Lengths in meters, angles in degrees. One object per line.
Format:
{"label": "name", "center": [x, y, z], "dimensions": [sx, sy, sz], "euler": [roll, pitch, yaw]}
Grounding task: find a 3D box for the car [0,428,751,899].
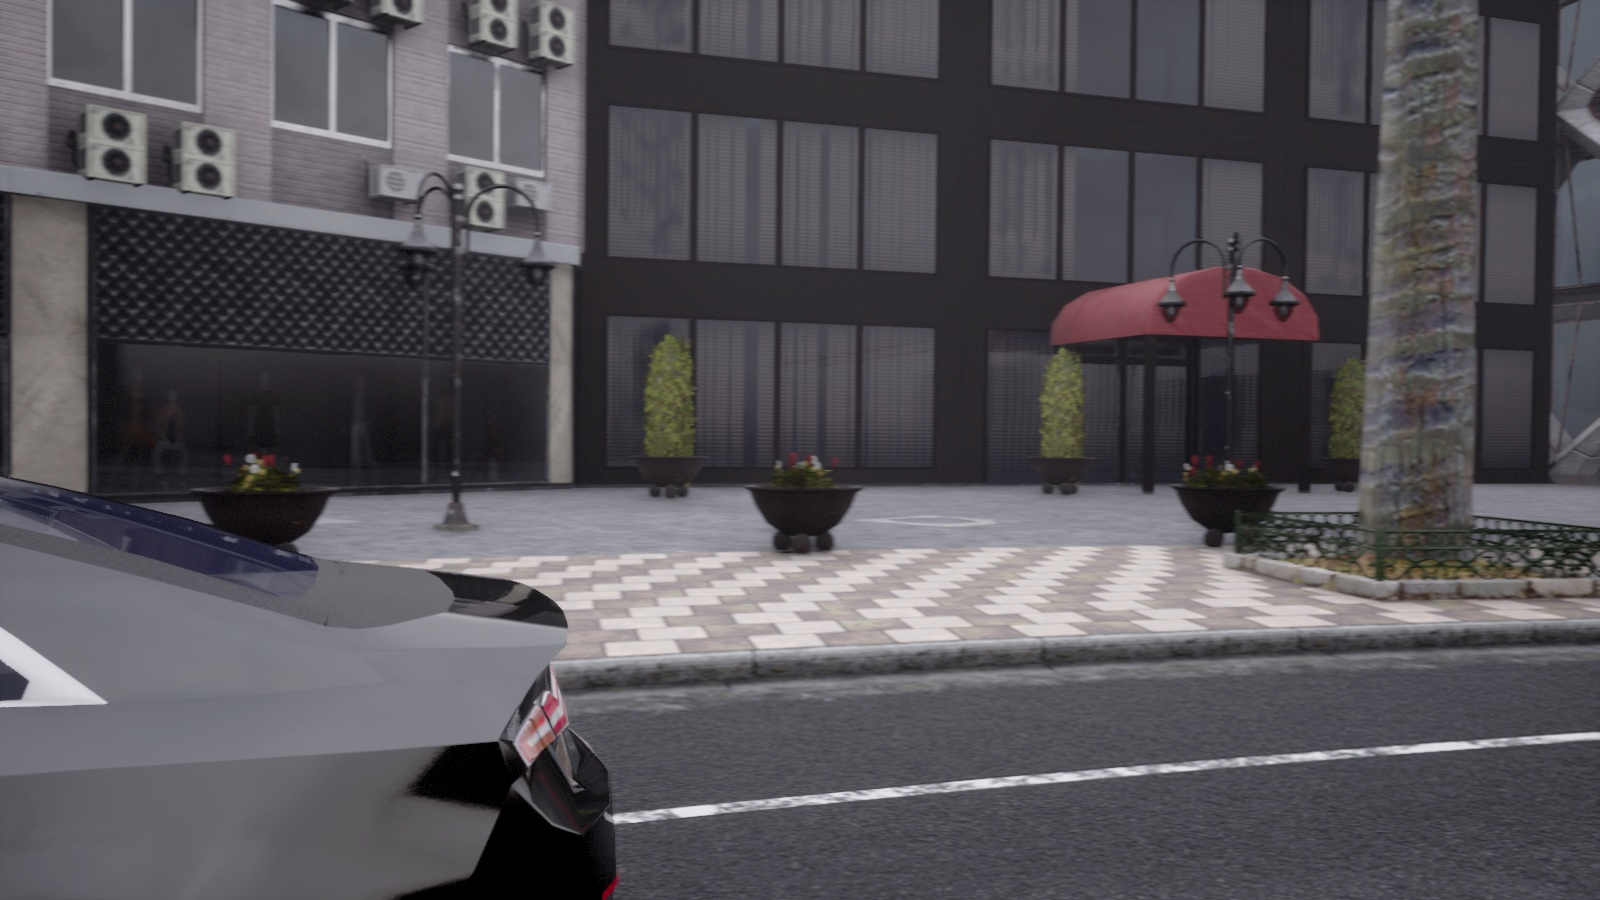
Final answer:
{"label": "car", "center": [-2.753, 0.746, 2.141], "dimensions": [4.902, 1.511, 2.128], "euler": [-1, 1, -22]}
